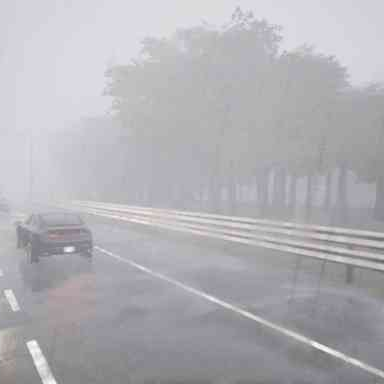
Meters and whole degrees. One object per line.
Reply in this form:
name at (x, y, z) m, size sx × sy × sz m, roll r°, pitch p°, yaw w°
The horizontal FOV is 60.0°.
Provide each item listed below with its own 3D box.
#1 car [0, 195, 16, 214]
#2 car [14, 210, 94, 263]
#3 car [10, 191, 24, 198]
car at (-17.881, 1.229, 30.453) m, size 2.033 × 1.411 × 5.357 m, roll 1°, pitch 0°, yaw -35°
car at (-4.975, 1.416, 11.777) m, size 1.837 × 1.490 × 4.892 m, roll 1°, pitch 0°, yaw -35°
car at (-41.145, 0.612, 78.616) m, size 2.097 × 1.767 × 4.553 m, roll 1°, pitch 0°, yaw -6°
